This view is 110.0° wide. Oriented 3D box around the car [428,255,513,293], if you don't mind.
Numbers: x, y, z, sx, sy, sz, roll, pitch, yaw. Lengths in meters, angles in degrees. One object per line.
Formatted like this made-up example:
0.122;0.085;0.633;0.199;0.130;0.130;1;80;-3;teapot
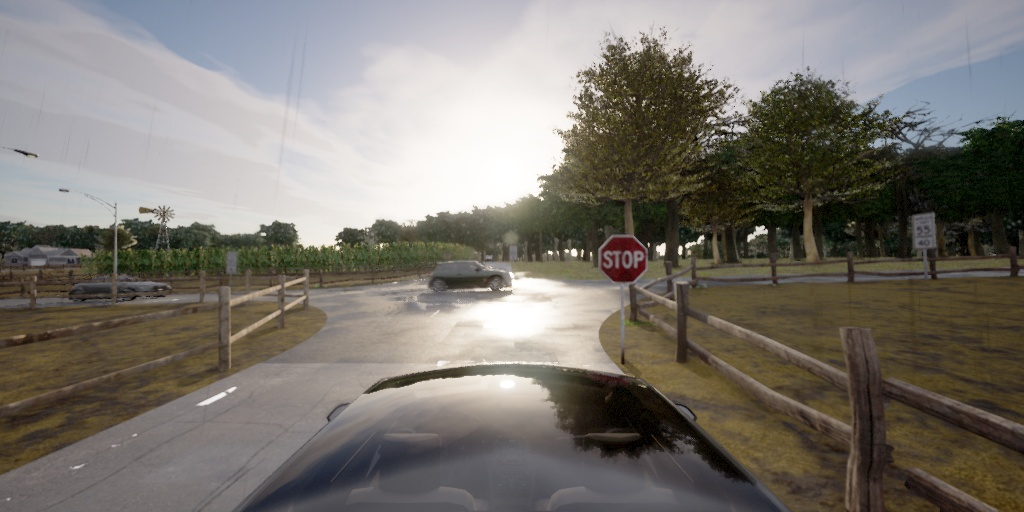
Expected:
-2.243;1.034;19.819;4.553;1.767;2.097;-2;0;0;car

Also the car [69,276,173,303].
-21.478;1.769;19.810;4.181;1.385;1.994;-2;-2;-1;car
